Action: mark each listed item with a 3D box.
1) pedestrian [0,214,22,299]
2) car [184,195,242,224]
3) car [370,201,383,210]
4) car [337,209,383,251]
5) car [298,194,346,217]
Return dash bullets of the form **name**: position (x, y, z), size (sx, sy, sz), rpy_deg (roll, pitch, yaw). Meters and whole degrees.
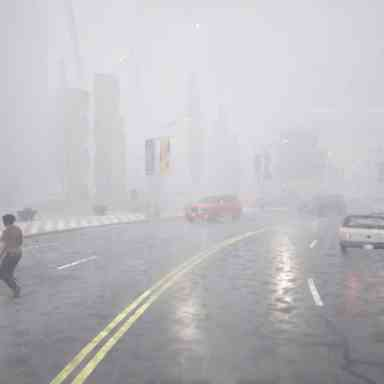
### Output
- **pedestrian**: position (-3.763, 1.294, 6.933), size (0.375, 1.860, 0.375), rpy_deg (0, 0, 11)
- **car**: position (1.744, 1.221, 25.183), size (2.150, 2.045, 5.566), rpy_deg (0, 0, 37)
- **car**: position (18.276, 1.526, 30.658), size (4.674, 1.442, 1.812), rpy_deg (0, 0, -32)
- **car**: position (7.050, 1.601, 13.559), size (1.895, 1.301, 4.718), rpy_deg (0, 0, 24)
- **car**: position (12.223, 1.221, 31.092), size (5.566, 2.045, 2.150), rpy_deg (0, 0, -38)
